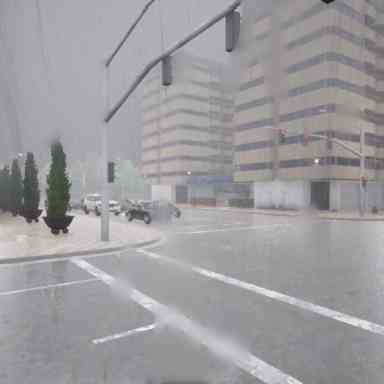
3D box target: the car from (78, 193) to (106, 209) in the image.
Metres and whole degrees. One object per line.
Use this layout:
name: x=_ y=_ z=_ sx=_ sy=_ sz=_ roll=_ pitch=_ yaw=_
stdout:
car: x=-13.834 y=1.221 z=45.878 sx=2.150 sy=2.045 sz=5.566 roll=0 pitch=0 yaw=-34

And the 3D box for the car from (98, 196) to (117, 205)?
car: x=-15.554 y=1.526 z=60.837 sx=1.812 sy=1.442 sz=4.674 roll=0 pitch=0 yaw=-35

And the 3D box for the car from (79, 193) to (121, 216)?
car: x=-8.956 y=1.222 z=32.767 sx=2.150 sy=2.045 sz=5.566 roll=0 pitch=0 yaw=-35

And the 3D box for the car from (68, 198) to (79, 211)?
car: x=-14.576 y=1.526 z=40.789 sx=1.812 sy=1.442 sz=4.674 roll=0 pitch=0 yaw=-35

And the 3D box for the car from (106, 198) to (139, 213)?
car: x=-7.926 y=1.505 z=37.401 sx=1.837 sy=1.490 sz=4.892 roll=0 pitch=0 yaw=-35

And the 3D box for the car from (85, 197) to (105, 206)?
car: x=-16.401 y=1.564 z=55.948 sx=1.994 sy=1.385 sz=4.181 roll=0 pitch=0 yaw=-35

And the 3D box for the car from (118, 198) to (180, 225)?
car: x=-3.296 y=1.491 z=24.684 sx=2.128 sy=1.511 sz=4.902 roll=0 pitch=0 yaw=-35
